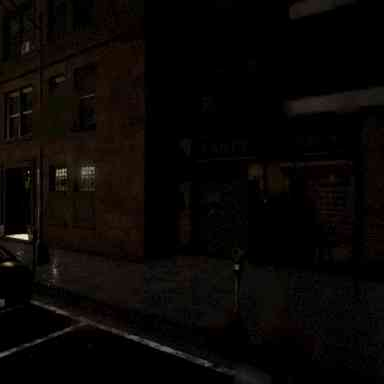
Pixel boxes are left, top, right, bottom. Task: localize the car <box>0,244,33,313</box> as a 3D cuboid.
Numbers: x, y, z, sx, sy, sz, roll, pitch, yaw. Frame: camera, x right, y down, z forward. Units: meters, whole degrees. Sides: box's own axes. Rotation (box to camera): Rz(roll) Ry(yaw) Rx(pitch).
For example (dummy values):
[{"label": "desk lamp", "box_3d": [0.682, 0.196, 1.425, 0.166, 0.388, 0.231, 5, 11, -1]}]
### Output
[{"label": "car", "box_3d": [-4.868, 1.550, 6.542, 4.403, 1.369, 2.008, 0, 0, 35]}]
